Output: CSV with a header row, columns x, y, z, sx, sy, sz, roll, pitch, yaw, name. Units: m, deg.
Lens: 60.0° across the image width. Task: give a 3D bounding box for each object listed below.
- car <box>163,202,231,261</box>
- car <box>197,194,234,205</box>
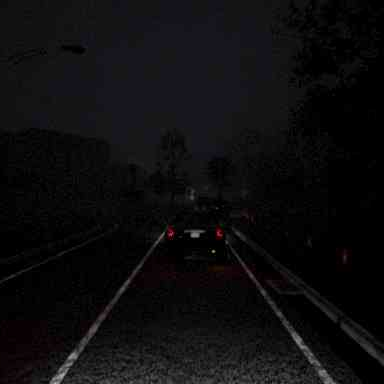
x,y,z,sx,sy,sz,roll,pitch,yaw,name
0.105,1.422,12.787,2.097,1.767,4.553,0,-1,0,car
1.837,1.370,28.799,2.150,2.045,5.566,0,1,17,car
